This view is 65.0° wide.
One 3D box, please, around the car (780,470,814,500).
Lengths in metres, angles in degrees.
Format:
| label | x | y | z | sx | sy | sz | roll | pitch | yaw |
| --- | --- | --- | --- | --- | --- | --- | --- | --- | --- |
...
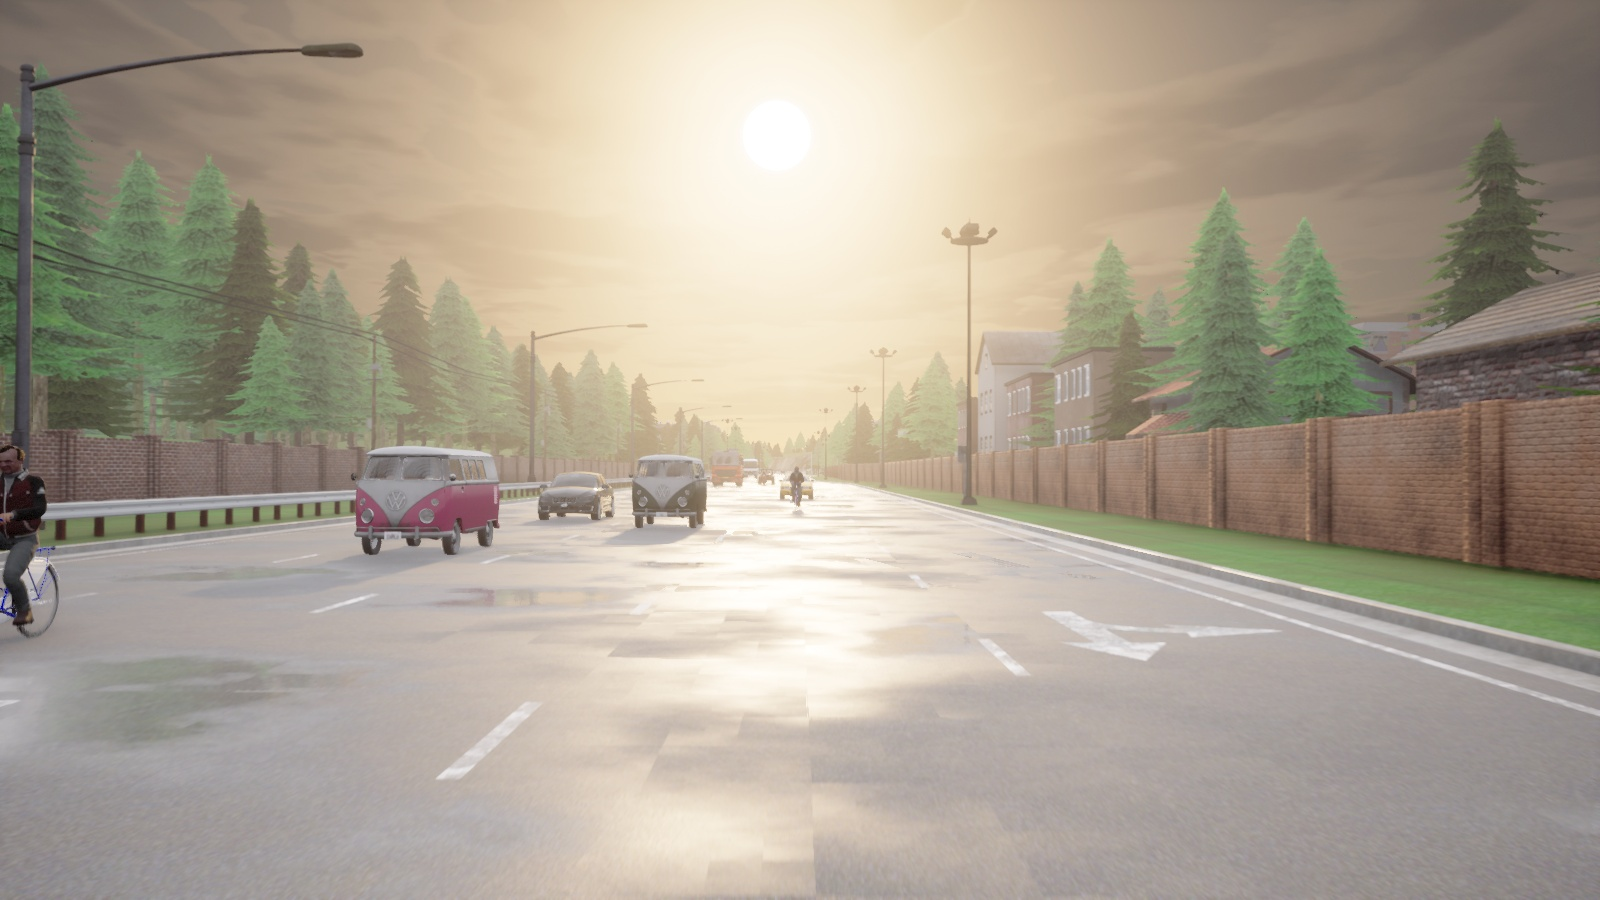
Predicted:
| label | x | y | z | sx | sy | sz | roll | pitch | yaw |
| --- | --- | --- | --- | --- | --- | --- | --- | --- | --- |
| car | -0.171 | 1.907 | 68.904 | 1.801 | 1.575 | 5.366 | 0 | -1 | 0 |

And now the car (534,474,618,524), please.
| label | x | y | z | sx | sy | sz | roll | pitch | yaw |
| --- | --- | --- | --- | --- | --- | --- | --- | --- | --- |
| car | -7.100 | 1.522 | 40.212 | 1.837 | 1.490 | 4.892 | 0 | -1 | 0 |

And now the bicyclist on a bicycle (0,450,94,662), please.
| label | x | y | z | sx | sy | sz | roll | pitch | yaw |
| --- | --- | --- | --- | --- | --- | --- | --- | --- | --- |
| bicyclist on a bicycle | -7.028 | 0.897 | 10.988 | 0.659 | 1.776 | 1.843 | 0 | -1 | 0 |

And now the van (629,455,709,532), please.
| label | x | y | z | sx | sy | sz | roll | pitch | yaw |
| --- | --- | --- | --- | --- | --- | --- | --- | --- | --- |
| van | -3.588 | 1.167 | 34.980 | 1.775 | 1.987 | 4.442 | 0 | -1 | 0 |

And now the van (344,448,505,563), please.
| label | x | y | z | sx | sy | sz | roll | pitch | yaw |
| --- | --- | --- | --- | --- | --- | --- | --- | --- | --- |
| van | -7.063 | 0.999 | 24.096 | 1.775 | 1.987 | 4.442 | 0 | -1 | 0 |
